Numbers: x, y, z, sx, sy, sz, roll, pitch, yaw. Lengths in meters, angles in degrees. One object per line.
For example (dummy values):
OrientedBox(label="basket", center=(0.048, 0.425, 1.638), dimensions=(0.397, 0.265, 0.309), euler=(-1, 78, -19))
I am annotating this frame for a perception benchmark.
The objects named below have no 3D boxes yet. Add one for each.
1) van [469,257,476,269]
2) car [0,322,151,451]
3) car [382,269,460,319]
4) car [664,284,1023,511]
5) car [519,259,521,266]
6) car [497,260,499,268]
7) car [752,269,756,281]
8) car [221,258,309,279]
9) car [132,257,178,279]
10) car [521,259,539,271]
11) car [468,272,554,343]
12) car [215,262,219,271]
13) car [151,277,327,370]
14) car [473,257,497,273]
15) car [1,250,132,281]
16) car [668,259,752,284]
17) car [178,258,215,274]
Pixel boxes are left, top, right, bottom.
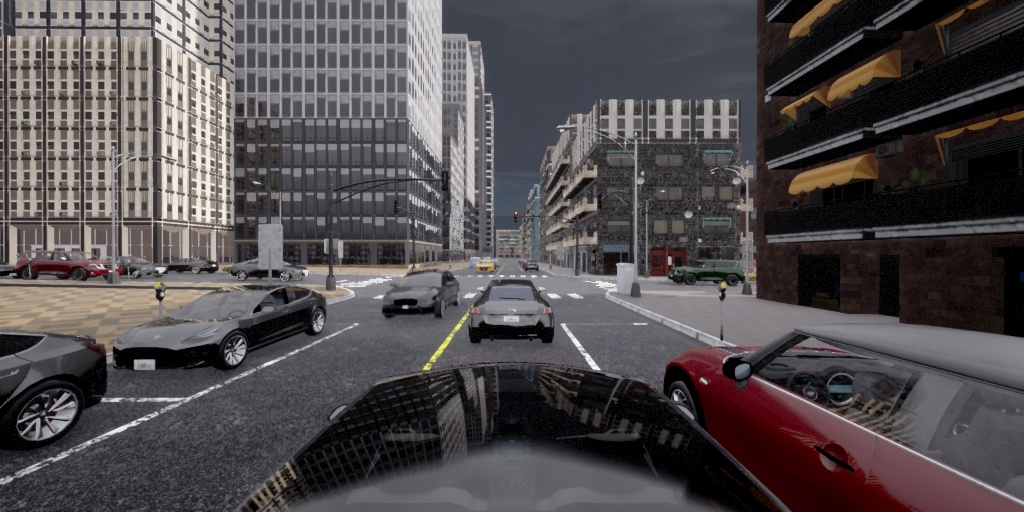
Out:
OrientedBox(label="van", center=(-5.859, 1.097, 57.351), dimensions=(1.690, 1.789, 3.998), euler=(0, 0, 0))
OrientedBox(label="car", center=(-5.689, 1.316, 2.494), dimensions=(1.948, 1.339, 4.313), euler=(0, 0, 0))
OrientedBox(label="car", center=(-3.071, 1.255, 12.934), dimensions=(1.837, 1.490, 4.892), euler=(-1, 0, 1))
OrientedBox(label="car", center=(2.692, 1.190, 2.521), dimensions=(1.967, 1.591, 4.097), euler=(0, 0, 0))
OrientedBox(label="car", center=(2.522, 1.301, 57.378), dimensions=(1.888, 1.381, 4.507), euler=(0, 0, 0))
OrientedBox(label="car", center=(-3.252, 1.247, 53.468), dimensions=(2.128, 1.511, 4.902), euler=(0, 0, 0))
OrientedBox(label="car", center=(21.277, 1.698, 31.325), dimensions=(4.829, 1.417, 1.751), euler=(0, 0, -1))
OrientedBox(label="car", center=(-16.798, 0.959, 24.990), dimensions=(4.902, 1.511, 2.128), euler=(1, 0, -1))
OrientedBox(label="car", center=(-26.759, 0.773, 24.842), dimensions=(4.902, 1.511, 2.128), euler=(1, 0, -1))
OrientedBox(label="car", center=(2.553, 1.319, 47.411), dimensions=(1.948, 1.339, 4.313), euler=(0, 0, 0))
OrientedBox(label="car", center=(-0.020, 1.314, 9.675), dimensions=(1.994, 1.385, 4.181), euler=(0, 0, 0))
OrientedBox(label="car", center=(-22.131, 0.880, 30.788), dimensions=(4.829, 1.417, 1.751), euler=(0, 0, -1))
OrientedBox(label="car", center=(-5.705, 1.315, 7.740), dimensions=(1.948, 1.339, 4.313), euler=(0, 0, 0))
OrientedBox(label="car", center=(-3.225, 1.230, 43.397), dimensions=(1.882, 1.535, 5.008), euler=(0, 0, 0))
OrientedBox(label="car", center=(-27.446, 0.591, 22.241), dimensions=(5.009, 1.841, 2.192), euler=(0, 0, -1))
OrientedBox(label="car", center=(15.501, 1.290, 28.647), dimensions=(5.566, 2.045, 2.150), euler=(1, 0, -1))
OrientedBox(label="car", center=(-27.575, 0.815, 30.622), dimensions=(4.313, 1.339, 1.948), euler=(0, 0, -1))
